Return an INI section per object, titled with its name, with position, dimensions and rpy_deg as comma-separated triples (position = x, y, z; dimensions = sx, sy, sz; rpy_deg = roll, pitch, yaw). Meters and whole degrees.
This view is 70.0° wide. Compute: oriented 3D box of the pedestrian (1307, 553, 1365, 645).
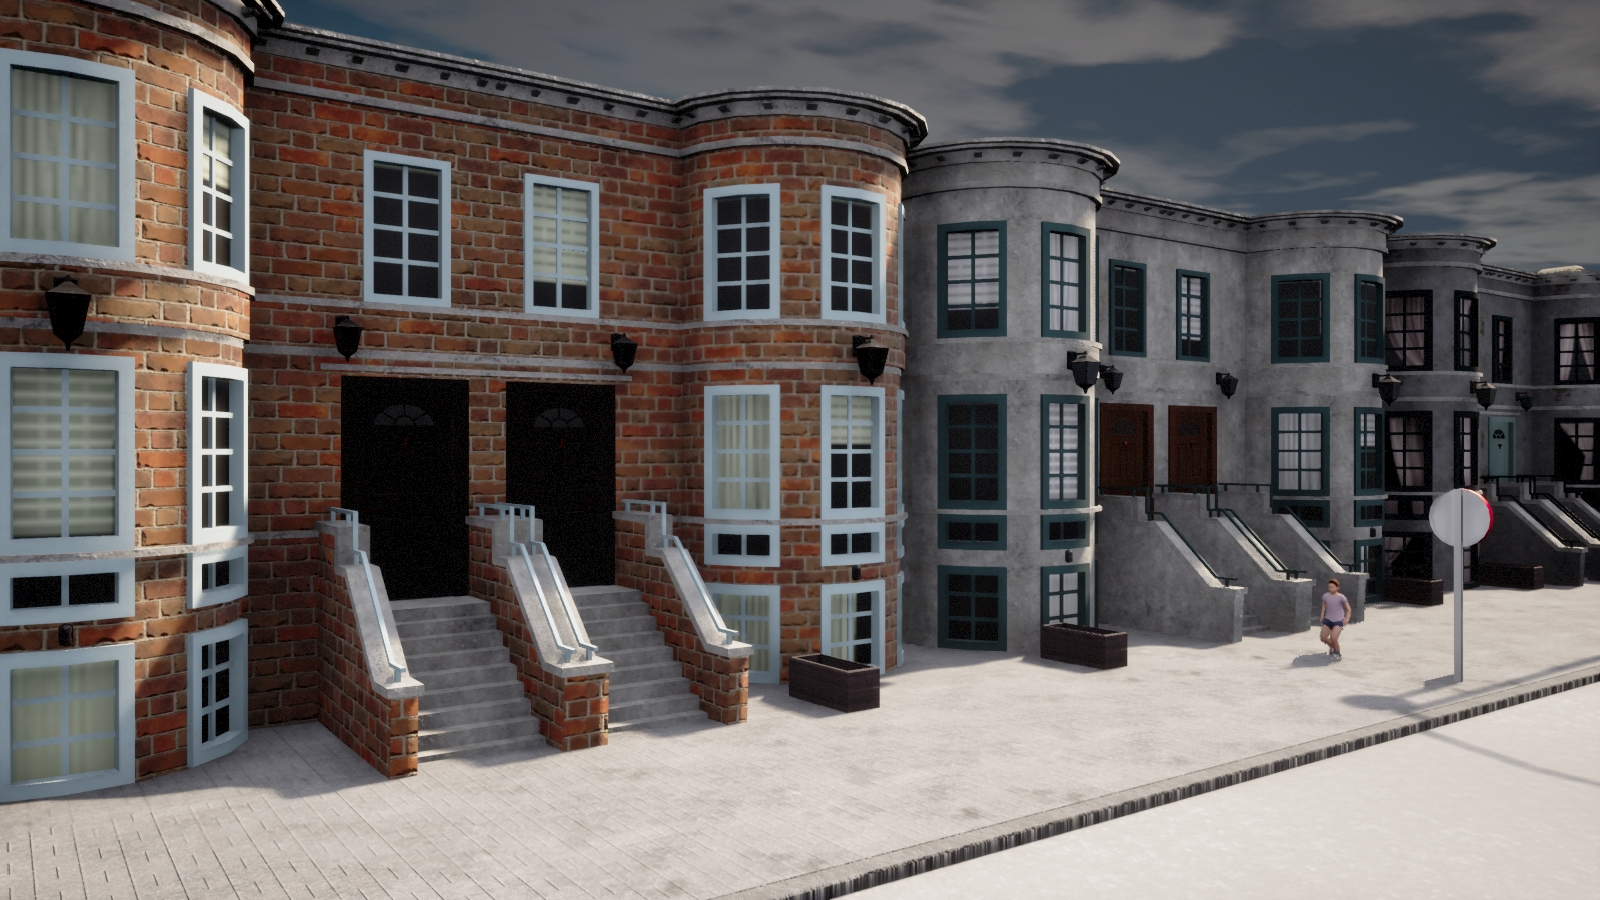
[pedestrian]
position = 6.909, 1.904, 14.735
dimensions = 0.500, 1.100, 0.500
rpy_deg = 0, 0, -37
